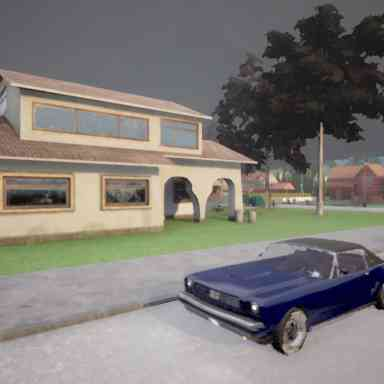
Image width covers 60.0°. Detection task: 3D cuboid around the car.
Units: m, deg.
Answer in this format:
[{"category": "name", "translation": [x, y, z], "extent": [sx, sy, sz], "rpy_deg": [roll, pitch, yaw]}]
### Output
[{"category": "car", "translation": [2.103, 1.599, 6.215], "extent": [4.718, 1.301, 1.895], "rpy_deg": [0, 0, -37]}]
